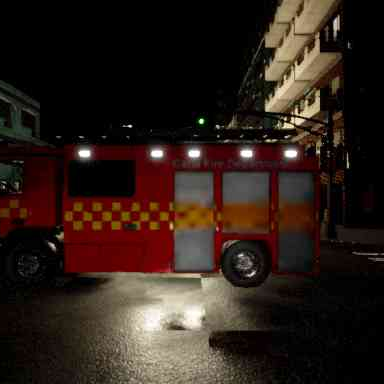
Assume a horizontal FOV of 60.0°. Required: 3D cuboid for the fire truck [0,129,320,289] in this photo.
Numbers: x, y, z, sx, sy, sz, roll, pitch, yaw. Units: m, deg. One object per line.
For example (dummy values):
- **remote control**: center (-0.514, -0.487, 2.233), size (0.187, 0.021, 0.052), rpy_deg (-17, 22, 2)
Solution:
- **fire truck**: center (-1.160, 0.352, 9.054), size (8.468, 3.827, 2.891), rpy_deg (0, 0, 1)
